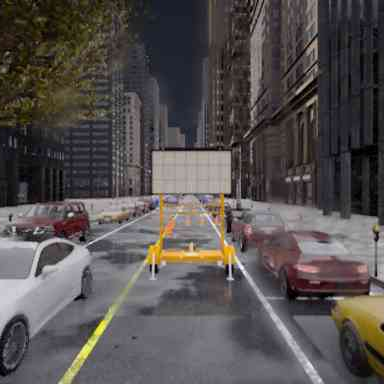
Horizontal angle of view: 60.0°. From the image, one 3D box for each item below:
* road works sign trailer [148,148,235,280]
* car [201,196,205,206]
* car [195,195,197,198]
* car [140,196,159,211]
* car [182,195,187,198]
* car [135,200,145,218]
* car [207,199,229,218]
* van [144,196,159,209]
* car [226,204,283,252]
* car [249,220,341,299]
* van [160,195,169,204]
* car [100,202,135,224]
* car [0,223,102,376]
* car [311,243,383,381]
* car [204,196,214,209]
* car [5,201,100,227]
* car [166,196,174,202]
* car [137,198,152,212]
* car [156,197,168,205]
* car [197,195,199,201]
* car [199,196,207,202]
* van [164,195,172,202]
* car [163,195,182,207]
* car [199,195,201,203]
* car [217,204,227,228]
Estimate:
[{"bbox_3d":[-0.009,0.484,9.965,2.380,3.560,2.880,0,0,0],"label":"road works sign trailer"},{"bbox_3d":[2.719,1.654,47.976,2.008,1.369,4.403,0,0,0],"label":"car"},{"bbox_3d":[2.683,1.520,87.719,2.192,1.841,5.009,0,0,0],"label":"car"},{"bbox_3d":[-5.802,1.405,42.282,2.192,1.841,5.009,0,0,0],"label":"car"},{"bbox_3d":[-3.080,1.421,89.991,2.097,1.767,4.553,0,0,0],"label":"car"},{"bbox_3d":[-5.791,1.646,30.926,1.802,1.307,4.206,0,0,0],"label":"car"},{"bbox_3d":[2.734,1.615,30.942,2.008,1.369,4.403,0,0,0],"label":"car"},{"bbox_3d":[-5.807,1.444,47.959,1.690,1.788,3.998,0,0,0],"label":"van"},{"bbox_3d":[2.749,1.467,13.910,1.967,1.590,4.097,0,0,0],"label":"car"},{"bbox_3d":[2.754,1.598,8.232,1.802,1.307,4.206,0,0,0],"label":"car"},{"bbox_3d":[-5.827,1.501,70.669,1.690,1.788,3.998,0,0,0],"label":"van"},{"bbox_3d":[-5.786,1.576,25.079,1.752,1.417,4.829,0,0,0],"label":"car"},{"bbox_3d":[-3.105,1.536,5.714,1.812,1.442,4.674,0,0,0],"label":"car"},{"bbox_3d":[2.759,1.531,2.725,1.752,1.417,4.829,0,0,0],"label":"car"},{"bbox_3d":[2.729,1.517,36.620,1.967,1.590,4.097,0,0,0],"label":"car"},{"bbox_3d":[-5.776,1.342,13.894,2.192,1.841,5.009,0,0,0],"label":"car"},{"bbox_3d":[-5.842,1.730,87.530,1.752,1.417,4.829,0,0,0],"label":"car"},{"bbox_3d":[-5.796,1.659,36.604,1.802,1.307,4.206,0,0,0],"label":"car"},{"bbox_3d":[-5.822,1.727,64.991,1.802,1.307,4.206,0,0,0],"label":"car"},{"bbox_3d":[2.693,1.615,76.363,1.967,1.590,4.097,0,0,0],"label":"car"},{"bbox_3d":[2.688,1.772,82.041,1.802,1.307,4.206,0,0,0],"label":"car"},{"bbox_3d":[-5.837,1.531,82.024,1.690,1.788,3.998,0,0,0],"label":"van"},{"bbox_3d":[-3.051,1.594,53.056,1.882,1.535,5.008,0,0,0],"label":"car"},{"bbox_3d":[2.708,1.675,59.331,1.887,1.381,4.507,0,0,0],"label":"car"},{"bbox_3d":[2.744,1.605,19.588,1.947,1.339,4.313,0,0,0],"label":"car"}]
